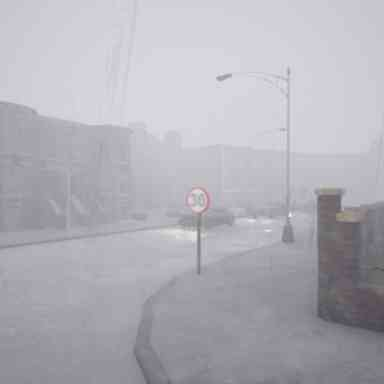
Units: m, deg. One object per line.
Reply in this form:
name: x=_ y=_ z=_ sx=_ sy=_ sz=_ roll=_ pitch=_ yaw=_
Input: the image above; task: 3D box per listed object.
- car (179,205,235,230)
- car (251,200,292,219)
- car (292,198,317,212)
car: x=0.997 y=1.516 z=21.000 sx=1.994 sy=1.385 sz=4.181 roll=0 pitch=0 yaw=36
car: x=6.877 y=1.457 z=29.255 sx=1.837 sy=1.490 sz=4.892 roll=0 pitch=0 yaw=35
car: x=12.905 y=1.430 z=37.526 sx=1.882 sy=1.535 sz=5.008 roll=0 pitch=0 yaw=42
